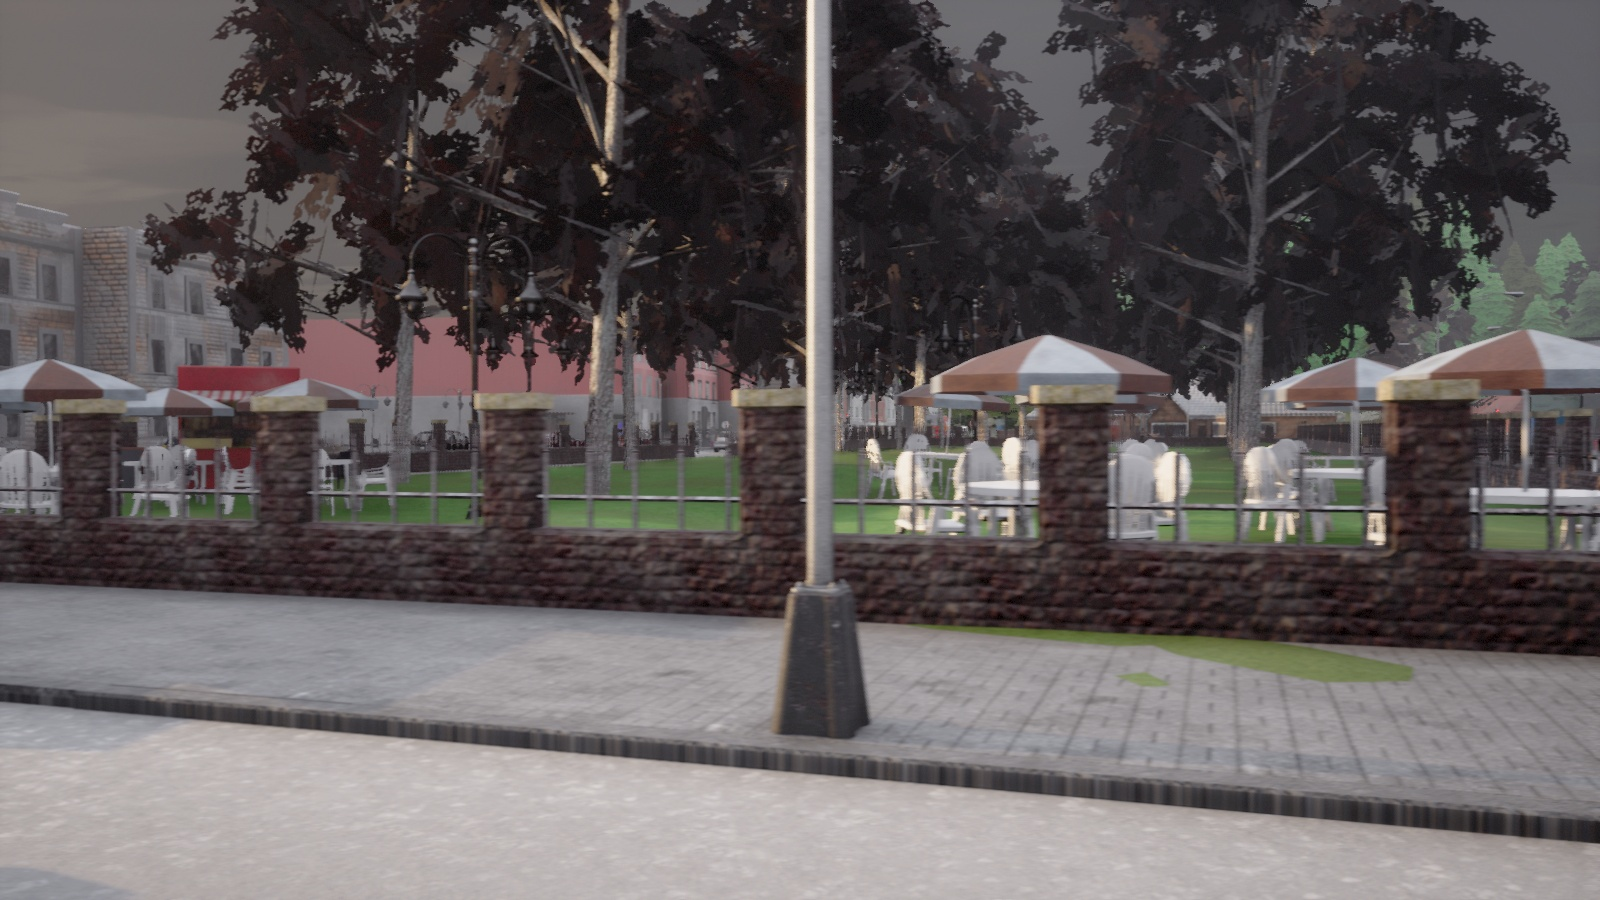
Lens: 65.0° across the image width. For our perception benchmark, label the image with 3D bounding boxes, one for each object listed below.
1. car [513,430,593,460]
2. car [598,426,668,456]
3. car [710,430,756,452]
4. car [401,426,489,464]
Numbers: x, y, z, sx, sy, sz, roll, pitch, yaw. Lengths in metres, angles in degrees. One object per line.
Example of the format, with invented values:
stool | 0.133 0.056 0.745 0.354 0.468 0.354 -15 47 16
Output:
car | -12.771 -0.288 65.301 1.882 1.535 5.008 1 1 18
car | -9.811 -0.551 74.094 2.242 1.667 4.611 1 1 19
car | -4.726 -0.652 89.194 1.970 1.475 3.806 1 1 19
car | -15.826 -0.233 56.199 1.851 1.617 3.988 1 1 19
